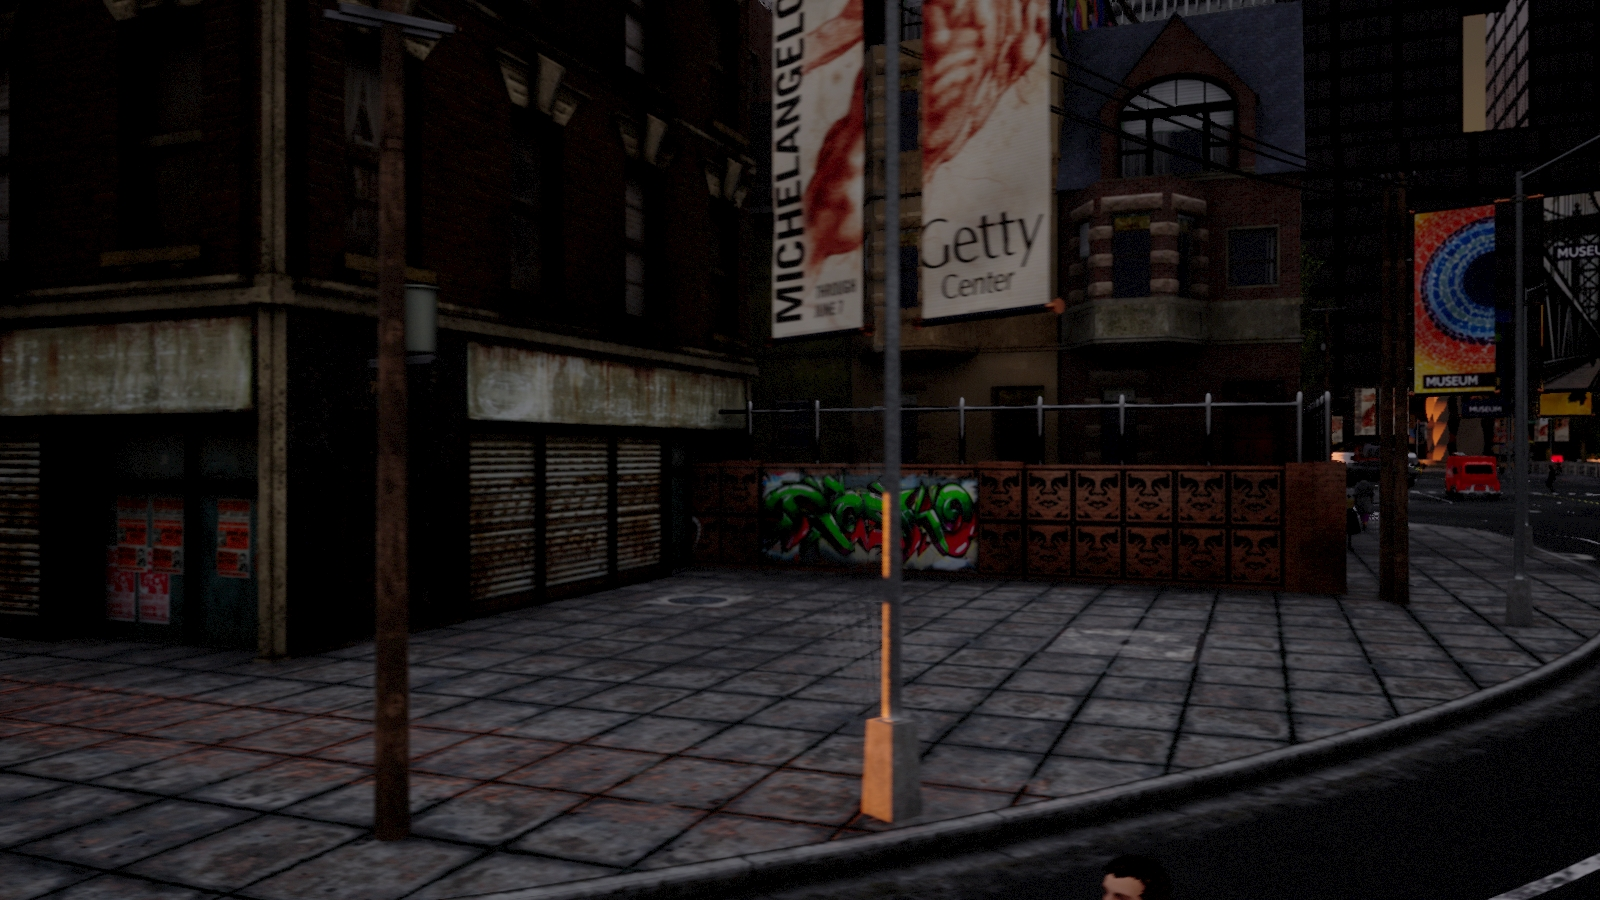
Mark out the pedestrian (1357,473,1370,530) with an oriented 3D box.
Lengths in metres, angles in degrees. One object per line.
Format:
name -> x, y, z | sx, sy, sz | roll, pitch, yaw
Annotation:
pedestrian -> 18.775, 1.715, 38.053 | 0.375, 1.860, 0.375 | 0, 0, 30

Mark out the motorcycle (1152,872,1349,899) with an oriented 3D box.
motorcycle -> 1.128, 2.215, 3.648 | 2.033, 1.145, 0.803 | 0, -1, -26

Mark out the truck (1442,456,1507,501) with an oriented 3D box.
truck -> 39.051, 1.602, 66.290 | 2.627, 2.467, 5.204 | 0, 0, 23
